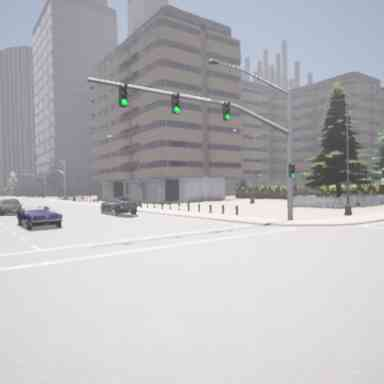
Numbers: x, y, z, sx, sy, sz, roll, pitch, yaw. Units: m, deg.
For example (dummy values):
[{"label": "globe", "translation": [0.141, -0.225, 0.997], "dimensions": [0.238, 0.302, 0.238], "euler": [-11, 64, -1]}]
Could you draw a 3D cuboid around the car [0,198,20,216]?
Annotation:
[{"label": "car", "translation": [-16.976, 1.395, 31.105], "dimensions": [1.837, 1.490, 4.892], "euler": [-2, 2, -35]}]

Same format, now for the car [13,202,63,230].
[{"label": "car", "translation": [-9.451, 1.494, 20.536], "dimensions": [1.895, 1.301, 4.718], "euler": [-2, 1, -35]}]

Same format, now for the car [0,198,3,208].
[{"label": "car", "translation": [-27.858, 1.534, 46.555], "dimensions": [1.895, 1.301, 4.718], "euler": [-2, 1, -35]}]

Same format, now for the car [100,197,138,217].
[{"label": "car", "translation": [-6.328, 1.231, 28.385], "dimensions": [1.837, 1.490, 4.892], "euler": [-2, 1, -35]}]
